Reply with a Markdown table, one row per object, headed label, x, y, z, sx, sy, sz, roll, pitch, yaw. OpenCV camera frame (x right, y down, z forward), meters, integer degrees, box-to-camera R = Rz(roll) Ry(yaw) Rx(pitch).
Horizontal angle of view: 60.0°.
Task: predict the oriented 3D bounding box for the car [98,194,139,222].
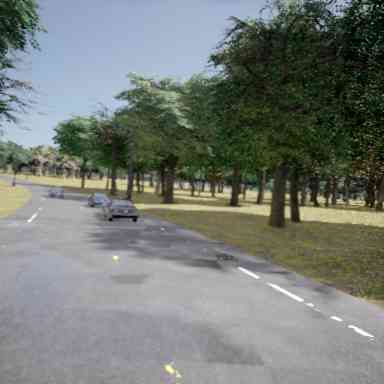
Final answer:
| label | x | y | z | sx | sy | sz | roll | pitch | yaw |
| --- | --- | --- | --- | --- | --- | --- | --- | --- | --- |
| car | -4.880 | 1.158 | 22.504 | 2.033 | 1.411 | 5.357 | 3 | 0 | -21 |

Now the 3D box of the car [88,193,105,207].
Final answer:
| label | x | y | z | sx | sy | sz | roll | pitch | yaw |
| --- | --- | --- | --- | --- | --- | --- | --- | --- | --- |
| car | -9.655 | 0.786 | 34.502 | 2.033 | 1.411 | 5.357 | 3 | 0 | -23 |

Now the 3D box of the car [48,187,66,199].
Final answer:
| label | x | y | z | sx | sy | sz | roll | pitch | yaw |
| --- | --- | --- | --- | --- | --- | --- | --- | --- | --- |
| car | -18.610 | 0.107 | 45.745 | 1.812 | 1.442 | 4.674 | 4 | 0 | -24 |
